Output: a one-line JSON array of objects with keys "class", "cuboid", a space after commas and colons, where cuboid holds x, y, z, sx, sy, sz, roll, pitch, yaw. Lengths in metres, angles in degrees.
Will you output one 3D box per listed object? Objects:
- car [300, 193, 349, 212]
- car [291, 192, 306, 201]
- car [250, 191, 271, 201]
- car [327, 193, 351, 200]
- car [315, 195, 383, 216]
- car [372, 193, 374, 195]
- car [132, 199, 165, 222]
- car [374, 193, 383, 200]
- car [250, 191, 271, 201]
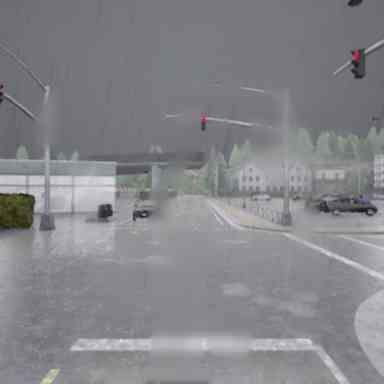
[{"class": "car", "cuboid": [13.363, 1.210, 31.678, 5.027, 1.636, 2.152, 0, 0, 0]}, {"class": "car", "cuboid": [22.064, 0.847, 65.904, 4.605, 1.855, 1.932, 0, 0, 0]}, {"class": "car", "cuboid": [13.585, 1.111, 65.935, 3.806, 1.475, 1.970, 0, 0, 0]}, {"class": "car", "cuboid": [32.130, 1.021, 72.766, 4.514, 1.523, 2.007, 0, 0, 0]}, {"class": "car", "cuboid": [13.390, 1.231, 28.541, 4.514, 1.523, 2.007, 0, 0, 0]}, {"class": "car", "cuboid": [21.131, 1.154, 43.462, 3.633, 1.501, 1.845, 0, 0, 0]}, {"class": "car", "cuboid": [-3.172, 1.257, 24.922, 1.882, 1.535, 5.008, 0, 0, 1]}, {"class": "car", "cuboid": [39.150, 0.969, 69.047, 3.806, 1.475, 1.970, 0, 0, 0]}, {"class": "car", "cuboid": [14.222, 0.814, 69.253, 3.866, 1.878, 1.905, 0, 0, 0]}]
